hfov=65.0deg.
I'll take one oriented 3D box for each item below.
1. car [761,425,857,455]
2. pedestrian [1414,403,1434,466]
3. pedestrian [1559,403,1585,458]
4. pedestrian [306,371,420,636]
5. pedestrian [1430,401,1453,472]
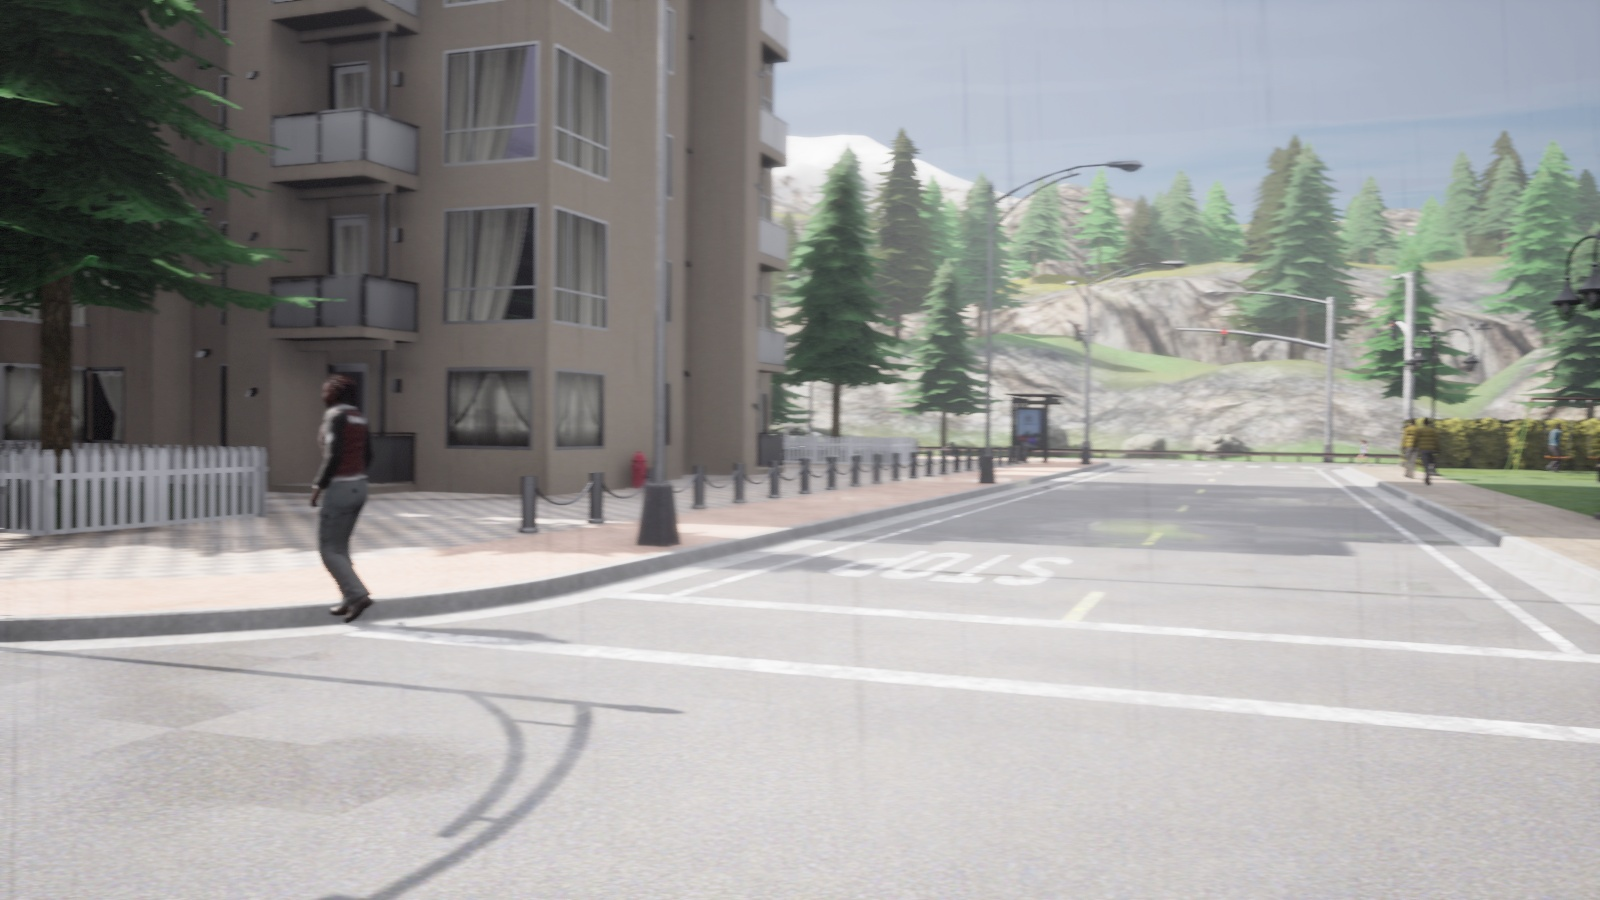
[{"bbox_3d":[0.479,-0.509,64.689,4.514,1.525,2.007,0,1,21],"label":"car"},{"bbox_3d":[18.340,-0.458,36.910,0.431,1.840,0.709,0,1,19],"label":"pedestrian"},{"bbox_3d":[27.262,-0.695,44.338,0.396,1.930,0.692,-1,1,-37],"label":"pedestrian"},{"bbox_3d":[-3.269,0.388,9.413,0.666,1.930,0.402,0,1,13],"label":"pedestrian"},{"bbox_3d":[16.718,-0.361,32.752,0.431,1.840,0.709,0,1,18],"label":"pedestrian"}]
